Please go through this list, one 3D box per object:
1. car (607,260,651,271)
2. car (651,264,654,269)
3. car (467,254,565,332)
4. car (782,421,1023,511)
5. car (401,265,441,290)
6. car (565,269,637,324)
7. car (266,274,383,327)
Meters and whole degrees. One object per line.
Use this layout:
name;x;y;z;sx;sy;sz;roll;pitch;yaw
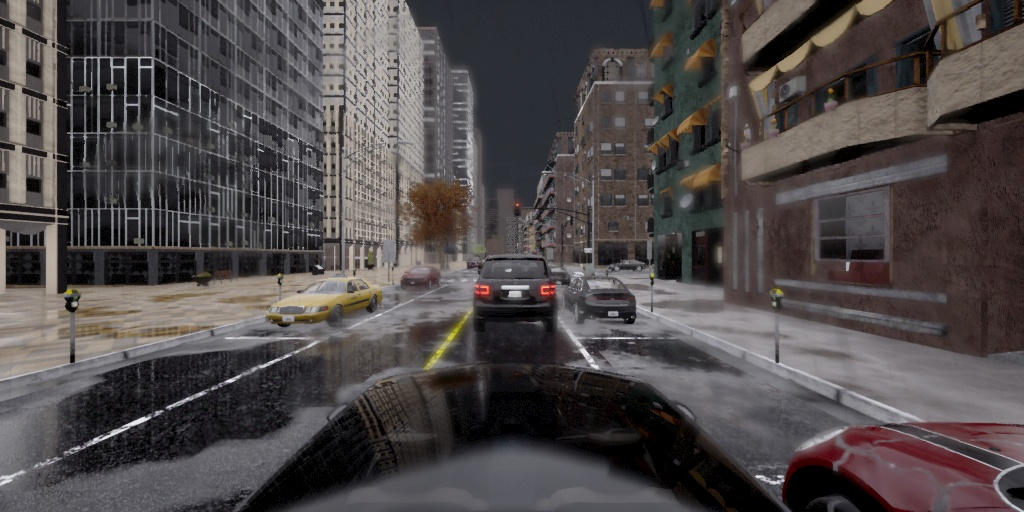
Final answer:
car;13.441;1.109;42.183;4.403;1.370;2.007;0;0;-1
car;18.838;1.006;42.237;4.829;1.417;1.751;0;0;-1
car;0.091;0.972;10.980;2.150;2.045;5.566;0;0;0
car;2.687;1.190;0.638;1.967;1.591;4.097;0;0;0
car;-5.688;1.300;22.771;1.888;1.381;4.507;0;0;0
car;2.690;1.301;11.703;2.007;1.370;4.403;0;0;0
car;-5.690;1.276;11.536;1.751;1.417;4.829;0;0;0
